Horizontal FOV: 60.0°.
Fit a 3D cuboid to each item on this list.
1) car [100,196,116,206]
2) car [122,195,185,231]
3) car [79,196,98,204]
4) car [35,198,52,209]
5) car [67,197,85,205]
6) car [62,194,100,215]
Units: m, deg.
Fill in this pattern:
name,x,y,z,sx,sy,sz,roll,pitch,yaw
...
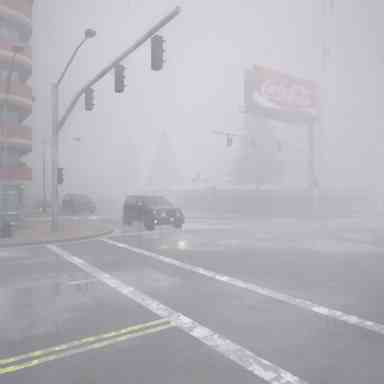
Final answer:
name,x,y,z,sx,sy,sz,roll,pitch,yaw
car,-14.487,1.505,56.410,1.837,1.490,4.892,0,0,-36
car,-2.636,1.222,21.254,2.150,2.045,5.566,0,0,-33
car,-19.974,1.478,64.040,1.882,1.535,5.008,0,0,-36
car,-20.644,1.562,46.683,1.994,1.385,4.181,0,0,-35
car,-20.557,1.564,58.857,1.994,1.385,4.181,0,0,-36
car,-11.797,1.222,34.344,2.150,2.045,5.566,0,0,-36
